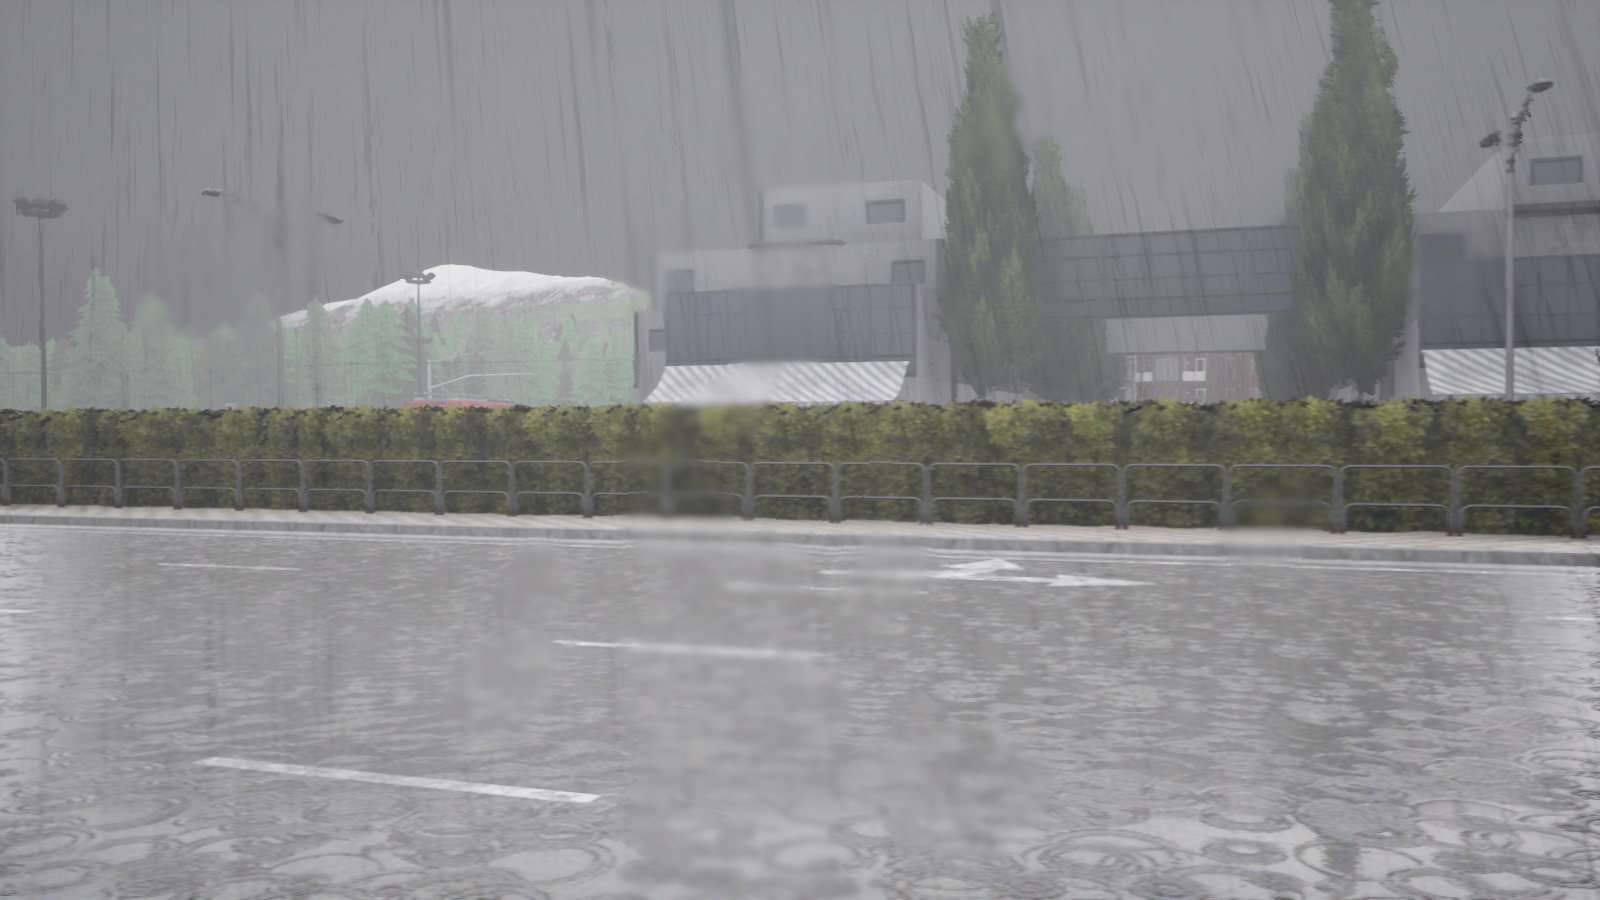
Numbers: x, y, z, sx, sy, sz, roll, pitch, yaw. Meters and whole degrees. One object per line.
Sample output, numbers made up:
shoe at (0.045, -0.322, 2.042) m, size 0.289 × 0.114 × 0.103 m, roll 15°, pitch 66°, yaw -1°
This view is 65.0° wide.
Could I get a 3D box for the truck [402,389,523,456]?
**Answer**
truck at (-20.178, -1.627, 75.736) m, size 2.891 × 3.827 × 8.468 m, roll 1°, pitch 1°, yaw 18°
